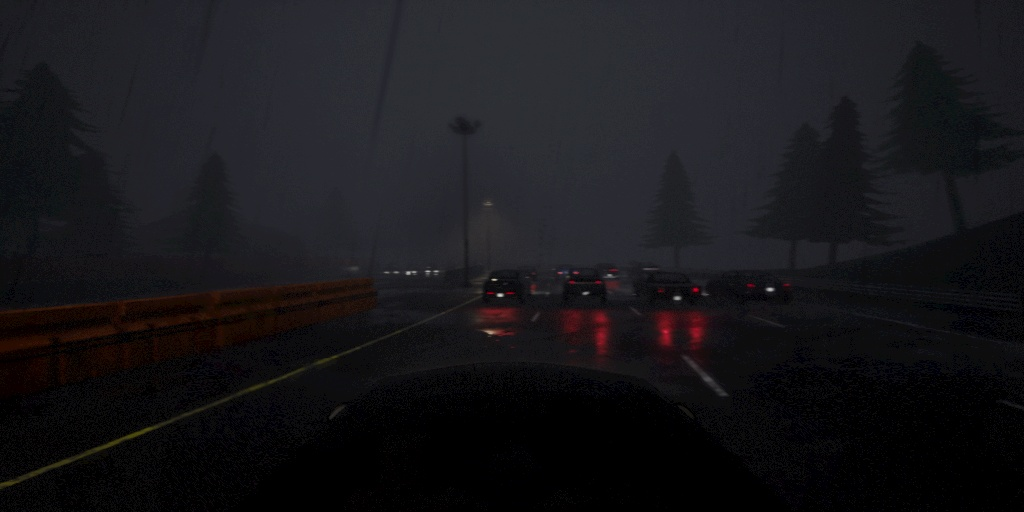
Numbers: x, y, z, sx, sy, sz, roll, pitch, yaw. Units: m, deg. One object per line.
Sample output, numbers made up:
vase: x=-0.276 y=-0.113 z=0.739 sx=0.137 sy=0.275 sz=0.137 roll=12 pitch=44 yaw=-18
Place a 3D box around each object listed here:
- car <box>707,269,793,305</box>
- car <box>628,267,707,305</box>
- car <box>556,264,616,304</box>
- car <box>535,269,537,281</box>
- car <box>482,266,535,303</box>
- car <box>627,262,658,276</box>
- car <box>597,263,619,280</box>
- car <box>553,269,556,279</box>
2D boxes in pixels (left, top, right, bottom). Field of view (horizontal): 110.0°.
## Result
car: x=10.235 y=1.277 z=15.820 sx=1.994 sy=1.385 sz=4.181 roll=-1 pitch=0 yaw=8
car: x=6.749 y=1.364 z=16.158 sx=1.895 sy=1.301 sz=4.718 roll=-1 pitch=0 yaw=8
car: x=3.310 y=1.308 z=16.849 sx=2.128 sy=1.511 sz=4.902 roll=-1 pitch=0 yaw=8
car: x=1.311 y=1.558 z=32.578 sx=1.895 sy=1.301 sz=4.718 roll=-1 pitch=0 yaw=3
car: x=-0.152 y=1.374 z=17.361 sx=1.837 sy=1.490 sz=4.892 roll=-1 pitch=0 yaw=8
car: x=11.802 y=1.304 z=32.229 sx=2.128 sy=1.511 sz=4.902 roll=-1 pitch=0 yaw=3
car: x=8.308 y=1.368 z=32.422 sx=1.837 sy=1.490 sz=4.892 roll=-1 pitch=0 yaw=3
car: x=4.800 y=1.455 z=32.283 sx=2.033 sy=1.411 sz=5.357 roll=-1 pitch=0 yaw=3
